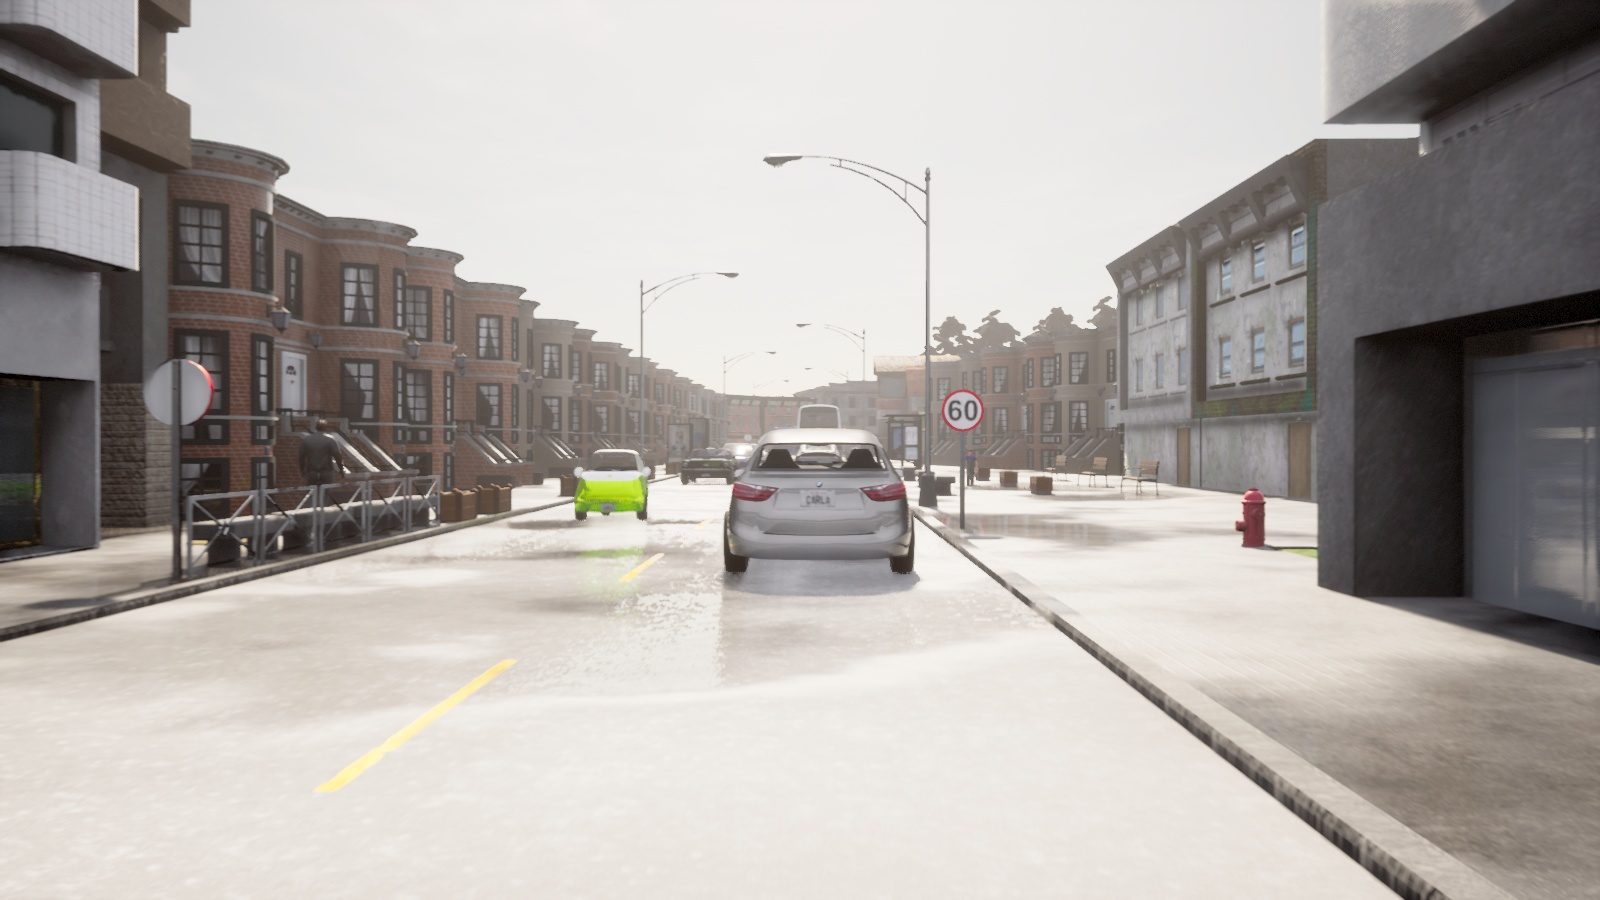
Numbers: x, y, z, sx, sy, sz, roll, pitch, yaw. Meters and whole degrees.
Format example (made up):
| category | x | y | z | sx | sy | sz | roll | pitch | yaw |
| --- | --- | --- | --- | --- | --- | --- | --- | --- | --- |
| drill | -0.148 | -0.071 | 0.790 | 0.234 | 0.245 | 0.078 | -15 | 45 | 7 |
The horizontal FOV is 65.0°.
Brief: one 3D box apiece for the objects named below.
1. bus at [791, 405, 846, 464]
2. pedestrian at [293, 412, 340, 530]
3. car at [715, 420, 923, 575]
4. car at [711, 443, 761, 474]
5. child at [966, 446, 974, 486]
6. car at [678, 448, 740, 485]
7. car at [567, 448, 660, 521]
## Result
| category | x | y | z | sx | sy | sz | roll | pitch | yaw |
| --- | --- | --- | --- | --- | --- | --- | --- | --- | --- |
| bus | 1.404 | -1.167 | 95.373 | 3.944 | 4.253 | 10.273 | 0 | 0 | 1 |
| pedestrian | -7.931 | 0.333 | 20.608 | 0.563 | 1.883 | 0.849 | 0 | 0 | -10 |
| car | 0.231 | 0.502 | 15.857 | 2.242 | 1.667 | 4.611 | 0 | 0 | 1 |
| car | -3.105 | 0.394 | 61.983 | 2.163 | 1.488 | 4.792 | 0 | 0 | 1 |
| child | 5.476 | 0.513 | 40.446 | 0.270 | 1.263 | 0.437 | 0 | 0 | 9 |
| car | -3.338 | 0.581 | 46.659 | 1.895 | 1.301 | 4.718 | 0 | 0 | 1 |
| car | -3.648 | 0.658 | 24.799 | 1.481 | 1.376 | 2.207 | 0 | 0 | 1 |
